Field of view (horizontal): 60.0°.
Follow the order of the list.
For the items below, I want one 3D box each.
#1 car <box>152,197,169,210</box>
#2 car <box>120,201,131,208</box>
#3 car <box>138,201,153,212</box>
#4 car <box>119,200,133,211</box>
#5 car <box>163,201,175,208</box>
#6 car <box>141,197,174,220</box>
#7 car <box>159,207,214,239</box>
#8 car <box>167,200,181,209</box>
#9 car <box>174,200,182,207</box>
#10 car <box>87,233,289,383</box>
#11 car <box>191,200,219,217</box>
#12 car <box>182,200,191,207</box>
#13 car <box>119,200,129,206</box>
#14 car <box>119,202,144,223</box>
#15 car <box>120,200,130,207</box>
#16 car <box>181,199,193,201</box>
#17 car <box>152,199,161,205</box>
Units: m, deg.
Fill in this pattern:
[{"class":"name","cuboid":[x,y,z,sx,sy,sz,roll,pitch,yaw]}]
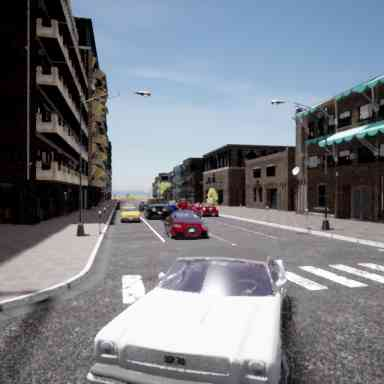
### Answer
[{"class":"car","cuboid":[-5.272,1.886,55.601,2.150,2.045,5.566,0,-1,-12]},{"class":"car","cuboid":[-12.683,2.322,62.865,1.947,1.339,4.313,-1,-1,-12]},{"class":"car","cuboid":[-6.789,2.084,48.346,1.837,1.490,4.892,0,-1,-12]},{"class":"car","cuboid":[-10.280,2.059,51.769,1.967,1.590,4.097,-1,-1,-12]},{"class":"car","cuboid":[-4.487,2.358,64.616,1.802,1.307,4.206,-1,-1,-12]},{"class":"car","cuboid":[-3.516,1.612,32.923,2.150,2.045,5.566,0,-1,-12]},{"class":"car","cuboid":[-0.436,1.779,18.727,1.994,1.385,4.181,0,-1,-12]},{"class":"car","cuboid":[-3.319,2.235,59.235,1.752,1.417,4.829,-1,-1,-12]},{"class":"car","cuboid":[-3.111,2.109,45.904,1.994,1.385,4.181,0,-1,-12]},{"class":"car","cuboid":[0.451,1.621,5.119,1.895,1.301,4.718,0,-1,16]},{"class":"car","cuboid":[1.556,1.874,36.885,1.967,1.590,4.097,-1,-1,-12]},{"class":"car","cuboid":[0.332,2.084,42.425,1.802,1.307,4.206,-1,-1,-12]},{"class":"car","cuboid":[-15.093,2.445,73.961,2.008,1.369,4.403,-1,-1,-12]},{"class":"car","cuboid":[-5.490,1.869,29.398,1.752,1.417,4.829,-1,-1,-12]},{"class":"car","cuboid":[-13.888,2.370,68.413,1.887,1.381,4.507,-1,-1,-12]},{"class":"car","cuboid":[-0.876,1.885,47.976,2.192,1.841,5.009,-1,-1,-12]},{"class":"car","cuboid":[-9.344,2.581,86.973,1.752,1.417,4.829,-1,-1,-12]}]
